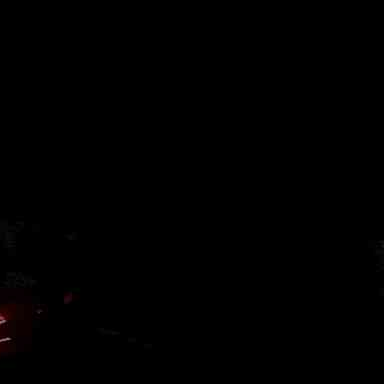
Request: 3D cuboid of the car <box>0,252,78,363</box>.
[{"bbox_3d":[-3.576,1.643,5.400,4.206,1.307,1.802,-1,0,36],"label":"car"}]
